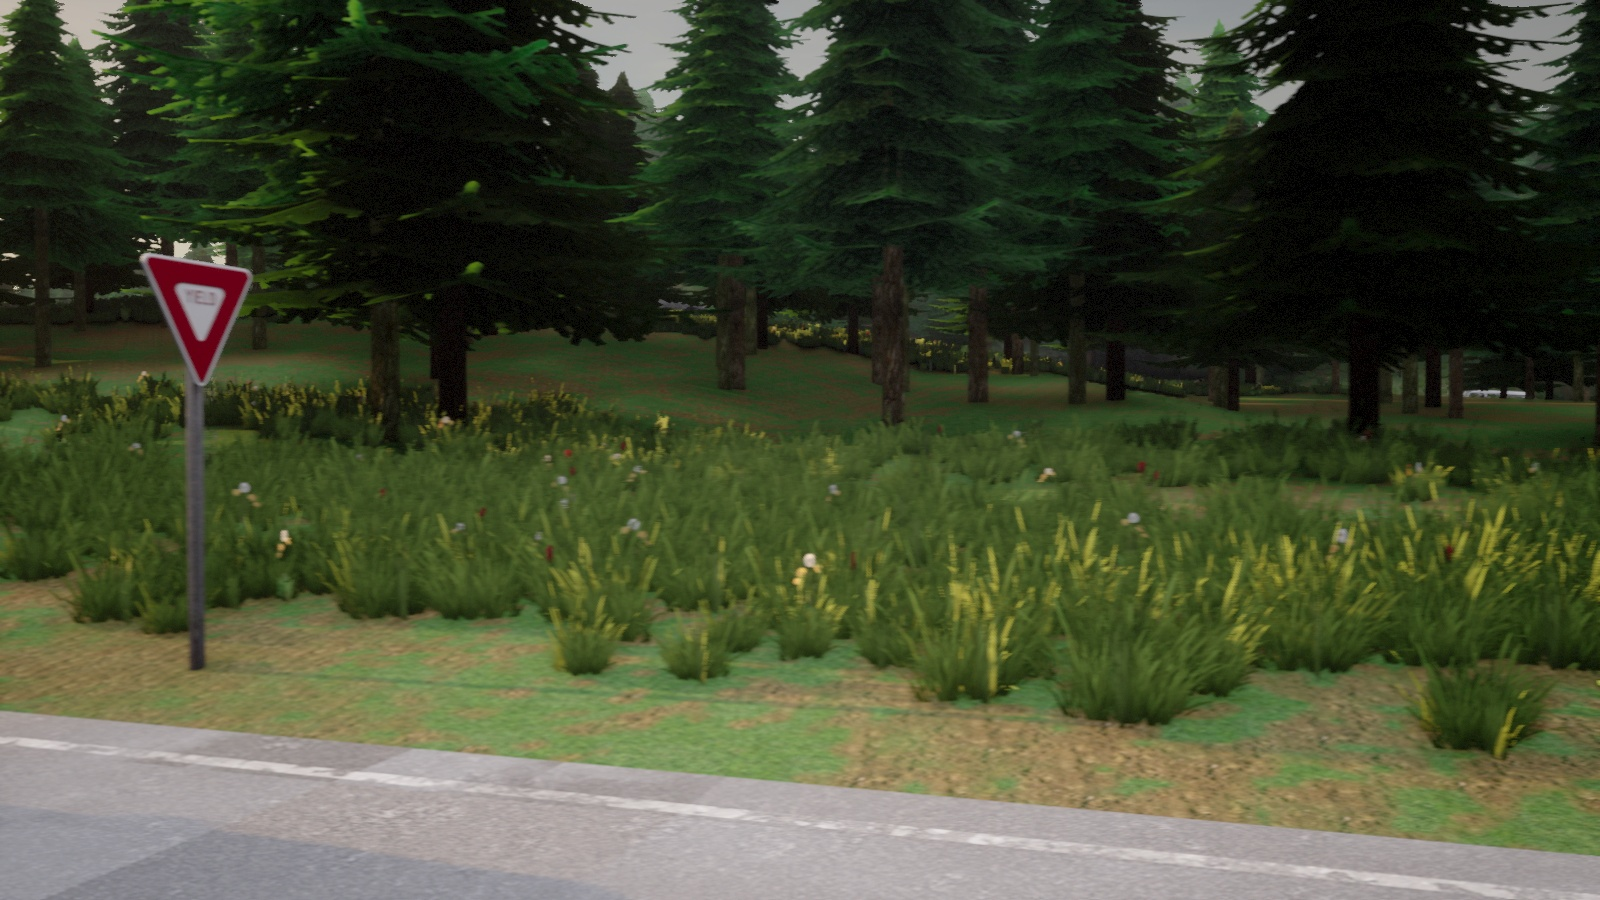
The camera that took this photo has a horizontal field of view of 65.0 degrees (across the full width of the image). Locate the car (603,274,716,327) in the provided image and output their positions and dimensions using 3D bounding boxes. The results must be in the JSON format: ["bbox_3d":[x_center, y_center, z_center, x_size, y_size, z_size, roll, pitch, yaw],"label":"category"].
[{"bbox_3d":[-6.257,-6.600,55.658,4.611,1.667,2.242,5,0,-13],"label":"car"}]

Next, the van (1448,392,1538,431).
[{"bbox_3d":[43.608,-2.436,79.126,4.480,2.038,2.069,5,2,16],"label":"van"}]
